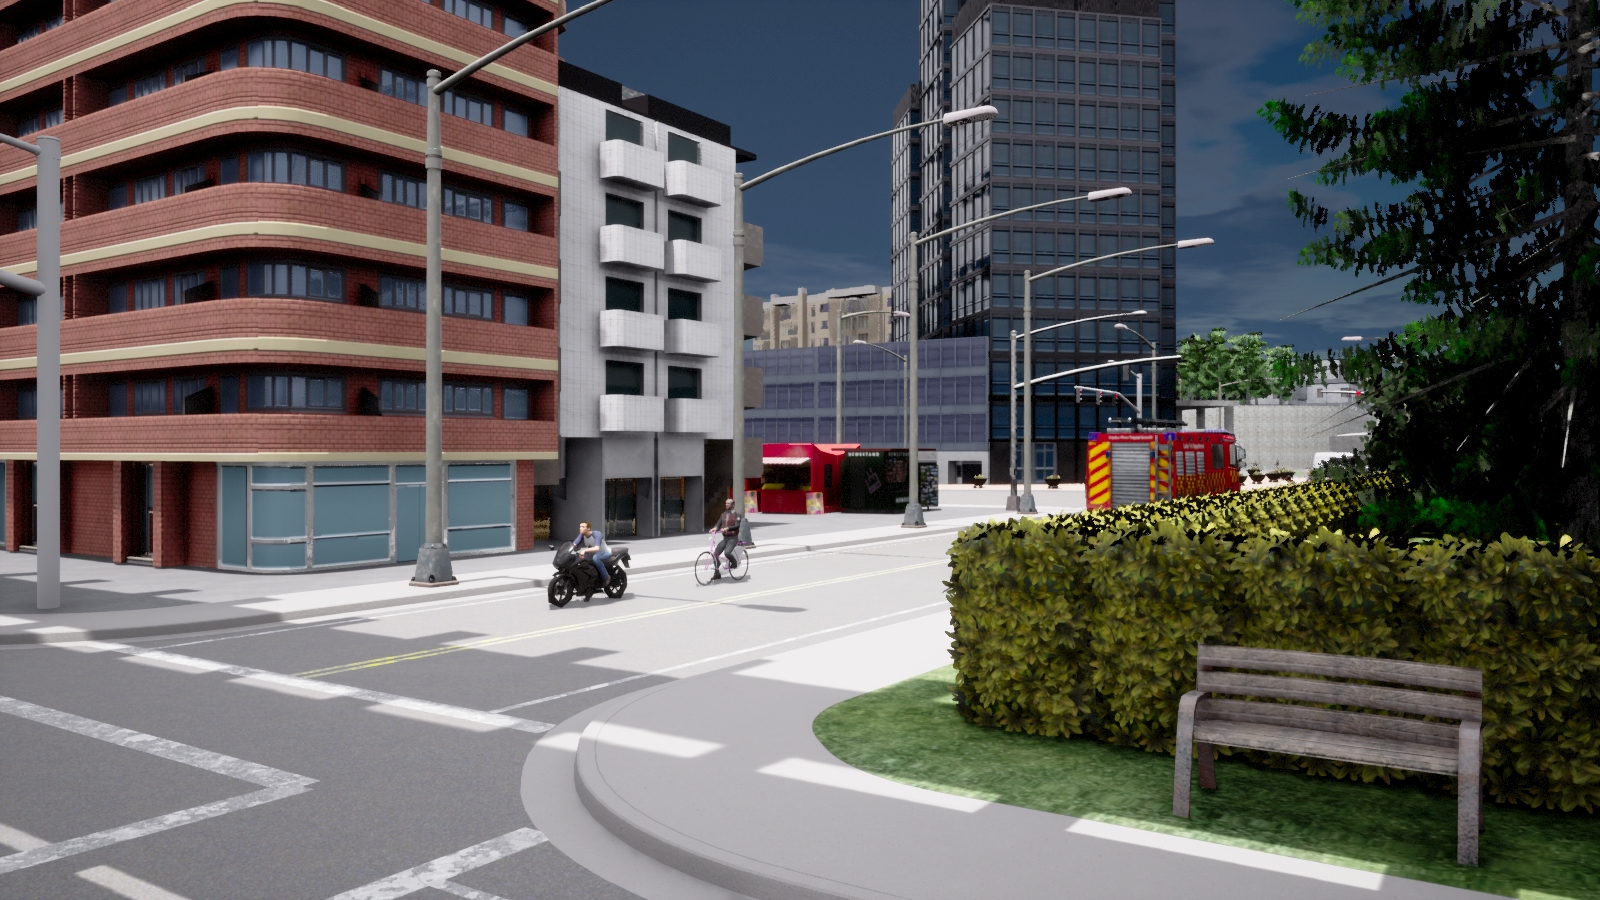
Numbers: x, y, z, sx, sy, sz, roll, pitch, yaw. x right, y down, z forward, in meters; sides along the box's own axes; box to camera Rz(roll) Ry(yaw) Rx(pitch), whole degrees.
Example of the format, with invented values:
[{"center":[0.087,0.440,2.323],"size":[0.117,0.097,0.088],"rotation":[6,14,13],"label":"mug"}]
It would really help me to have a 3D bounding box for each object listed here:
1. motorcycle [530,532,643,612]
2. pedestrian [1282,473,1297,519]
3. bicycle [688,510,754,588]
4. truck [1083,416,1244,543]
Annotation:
[{"center":[-3.850,2.174,20.756],"size":[0.803,1.224,2.033],"rotation":[0,0,34],"label":"motorcycle"},{"center":[19.753,1.848,46.107],"size":[0.375,1.860,0.375],"rotation":[0,0,-30],"label":"pedestrian"},{"center":[-1.641,2.048,23.979],"size":[0.329,1.496,1.835],"rotation":[0,0,34],"label":"bicycle"},{"center":[12.538,0.890,38.809],"size":[2.891,3.827,8.468],"rotation":[0,0,34],"label":"truck"}]
